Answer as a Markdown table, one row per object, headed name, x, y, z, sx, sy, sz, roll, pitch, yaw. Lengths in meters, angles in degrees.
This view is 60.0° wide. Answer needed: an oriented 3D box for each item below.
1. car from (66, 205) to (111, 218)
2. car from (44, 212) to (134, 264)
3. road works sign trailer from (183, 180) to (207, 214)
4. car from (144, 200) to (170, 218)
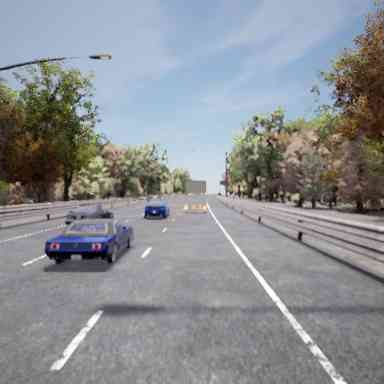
| name | x | y | z | sx | sy | sz | roll | pitch | yaw |
| --- | --- | --- | --- | --- | --- | --- | --- | --- | --- |
| car | -6.743 | 1.570 | 22.345 | 2.033 | 1.411 | 5.357 | 0 | 0 | 1 |
| car | -3.350 | 1.614 | 11.892 | 1.895 | 1.301 | 4.718 | 0 | 0 | 0 |
| road works sign trailer | 0.388 | 0.494 | 35.936 | 2.380 | 3.560 | 2.880 | 0 | 0 | 2 |
| car | -3.113 | 1.505 | 30.284 | 1.882 | 1.535 | 5.008 | 0 | 0 | 1 |
